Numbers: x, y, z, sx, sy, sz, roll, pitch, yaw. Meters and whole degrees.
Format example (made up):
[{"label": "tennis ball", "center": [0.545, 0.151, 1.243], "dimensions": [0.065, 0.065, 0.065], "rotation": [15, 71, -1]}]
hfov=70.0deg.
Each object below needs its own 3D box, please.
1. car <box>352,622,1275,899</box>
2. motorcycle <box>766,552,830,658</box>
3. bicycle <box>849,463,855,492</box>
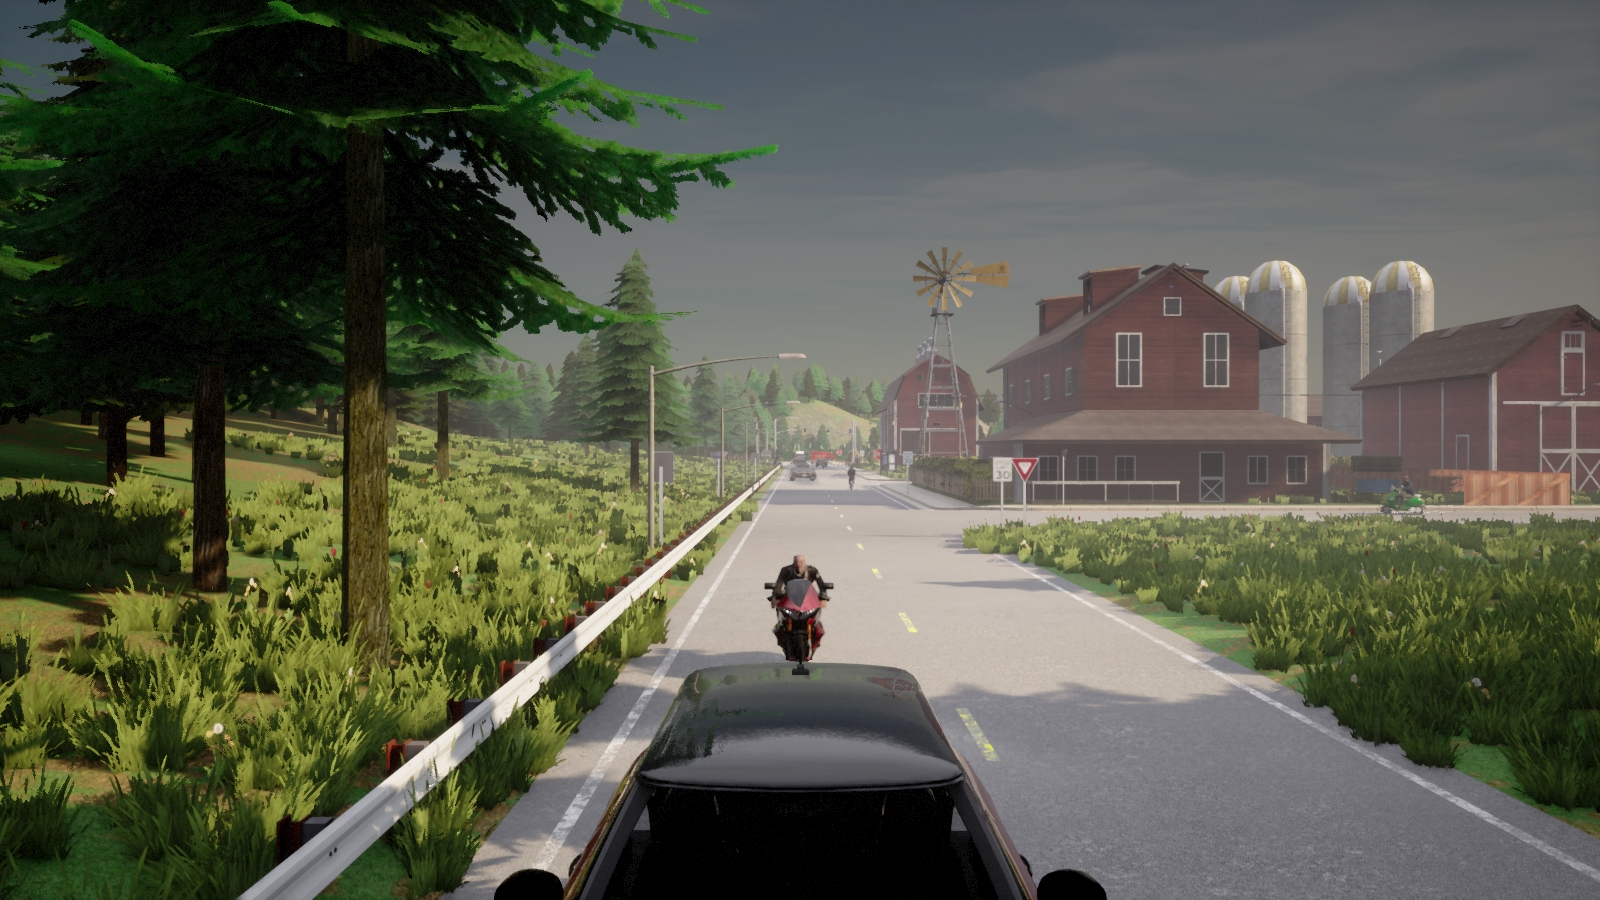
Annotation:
[{"label": "car", "center": [0.033, 1.906, 4.501], "dimensions": [2.097, 1.767, 4.553], "rotation": [0, 0, 0]}, {"label": "motorcycle", "center": [-0.027, 2.205, 16.678], "dimensions": [0.867, 1.251, 2.209], "rotation": [0, 0, 0]}, {"label": "bicycle", "center": [3.513, 1.836, 77.730], "dimensions": [0.329, 1.919, 1.835], "rotation": [0, 0, 0]}]
